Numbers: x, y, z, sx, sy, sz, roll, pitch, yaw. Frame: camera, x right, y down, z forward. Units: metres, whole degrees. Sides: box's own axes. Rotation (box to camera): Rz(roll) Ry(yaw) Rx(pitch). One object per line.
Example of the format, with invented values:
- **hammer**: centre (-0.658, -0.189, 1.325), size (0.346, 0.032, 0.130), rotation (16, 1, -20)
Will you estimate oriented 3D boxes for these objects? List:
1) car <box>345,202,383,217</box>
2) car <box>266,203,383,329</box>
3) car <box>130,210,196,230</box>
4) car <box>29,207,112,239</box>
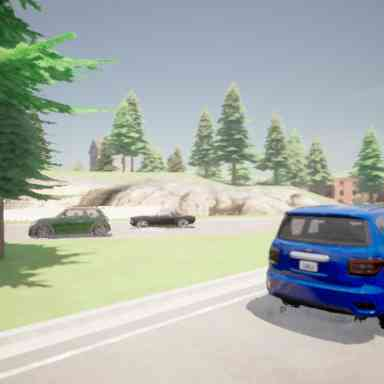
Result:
- **car**: centre (19.446, 1.902, 36.388), size (5.357, 1.411, 2.033), rotation (0, -1, -29)
- **car**: centre (3.852, 1.297, 7.218), size (5.566, 2.045, 2.150), rotation (0, -1, -43)
- **car**: centre (-2.168, 1.988, 24.284), size (4.718, 1.301, 1.895), rotation (0, -1, -13)
- **car**: centre (-7.050, 1.717, 19.575), size (4.553, 1.767, 2.097), rotation (0, -1, -14)
